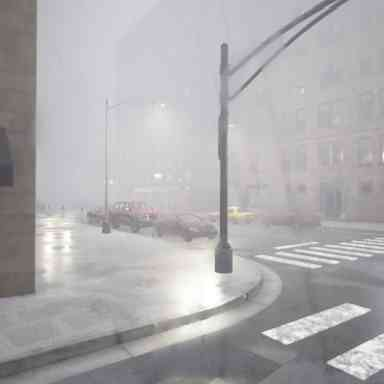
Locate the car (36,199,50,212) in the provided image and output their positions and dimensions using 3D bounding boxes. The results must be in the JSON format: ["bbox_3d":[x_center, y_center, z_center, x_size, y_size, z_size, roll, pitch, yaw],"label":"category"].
[{"bbox_3d":[-23.011,1.956,48.939,2.192,1.841,5.009,0,0,-35],"label":"car"}]

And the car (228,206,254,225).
[{"bbox_3d":[3.173,1.797,26.827,1.752,1.417,4.829,0,0,-35],"label":"car"}]

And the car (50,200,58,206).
[{"bbox_3d":[-32.287,2.579,76.701,1.752,1.417,4.829,0,0,-35],"label":"car"}]

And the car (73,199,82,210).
[{"bbox_3d":[-19.296,2.084,58.426,2.192,1.841,5.009,0,0,-35],"label":"car"}]

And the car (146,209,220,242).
[{"bbox_3d":[-0.436,1.727,17.192,1.802,1.307,4.206,0,0,-35],"label":"car"}]

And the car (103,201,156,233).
[{"bbox_3d":[-3.664,1.528,21.729,2.192,1.841,5.009,0,0,-35],"label":"car"}]

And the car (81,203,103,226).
[{"bbox_3d":[-6.886,1.827,26.262,1.887,1.381,4.507,0,0,-35],"label":"car"}]

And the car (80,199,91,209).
[{"bbox_3d":[-16.070,2.247,53.891,2.008,1.369,4.403,0,0,-35],"label":"car"}]

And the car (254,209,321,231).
[{"bbox_3d":[6.496,1.783,22.154,1.802,1.307,4.206,0,0,-35],"label":"car"}]
